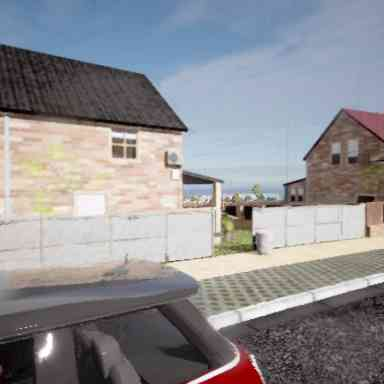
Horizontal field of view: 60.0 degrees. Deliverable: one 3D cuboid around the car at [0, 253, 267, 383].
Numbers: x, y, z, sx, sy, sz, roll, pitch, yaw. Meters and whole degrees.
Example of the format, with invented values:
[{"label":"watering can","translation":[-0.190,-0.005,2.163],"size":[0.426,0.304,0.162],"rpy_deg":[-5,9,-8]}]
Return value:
[{"label":"car","translation":[-1.670,1.346,1.722],"size":[4.553,1.767,2.097],"rpy_deg":[0,0,-34]}]
